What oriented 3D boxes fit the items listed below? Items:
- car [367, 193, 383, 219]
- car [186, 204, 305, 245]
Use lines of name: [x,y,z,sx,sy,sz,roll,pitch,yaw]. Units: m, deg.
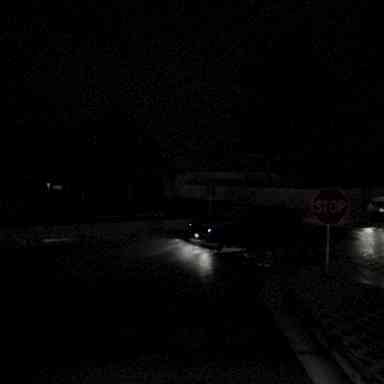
car: [13.309,0.661,20.662,5.566,2.045,2.150,-1,4,-32]
car: [2.462,1.247,14.305,5.357,1.411,2.033,-1,4,-31]
